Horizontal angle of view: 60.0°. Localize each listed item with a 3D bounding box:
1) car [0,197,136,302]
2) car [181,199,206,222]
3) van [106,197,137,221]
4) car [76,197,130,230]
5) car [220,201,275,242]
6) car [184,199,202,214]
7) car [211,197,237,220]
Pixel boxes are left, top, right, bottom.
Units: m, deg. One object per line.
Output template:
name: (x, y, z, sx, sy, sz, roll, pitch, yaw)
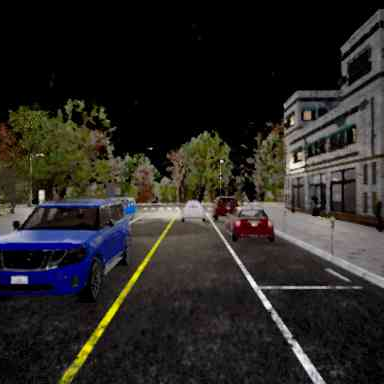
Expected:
car: (-3.020, 1.220, 8.633, 2.150, 2.045, 5.566, 0, 0, 0)
car: (0.103, 1.505, 26.168, 1.812, 1.442, 4.674, 0, 0, 0)
van: (-5.687, 1.319, 27.441, 1.690, 1.788, 3.998, 1, 0, 0)
car: (-5.674, 1.299, 21.899, 2.192, 1.841, 5.009, 1, 0, 0)
car: (2.703, 1.429, 16.367, 1.967, 1.590, 4.097, 1, 0, 0)
car: (0.106, 1.494, 36.378, 1.812, 1.442, 4.674, 0, 0, 0)
car: (2.720, 1.293, 27.452, 2.192, 1.841, 5.009, 1, 0, 0)
